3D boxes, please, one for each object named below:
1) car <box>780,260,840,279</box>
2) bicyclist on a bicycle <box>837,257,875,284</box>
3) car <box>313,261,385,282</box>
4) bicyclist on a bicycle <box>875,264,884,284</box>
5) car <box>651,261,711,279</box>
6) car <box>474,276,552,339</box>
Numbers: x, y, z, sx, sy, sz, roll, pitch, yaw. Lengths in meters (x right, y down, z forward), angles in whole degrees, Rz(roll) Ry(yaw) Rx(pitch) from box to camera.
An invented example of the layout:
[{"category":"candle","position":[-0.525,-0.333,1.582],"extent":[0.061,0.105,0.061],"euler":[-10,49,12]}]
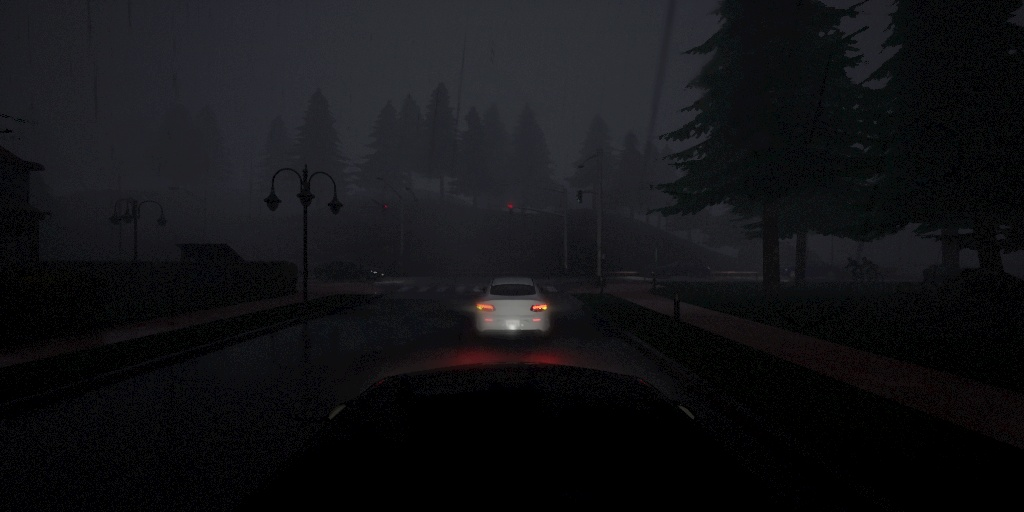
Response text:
[{"category":"car","position":[24.376,1.065,29.928],"extent":[5.008,1.535,1.882],"euler":[0,0,0]},{"category":"bicyclist on a bicycle","position":[21.127,0.891,22.240],"extent":[0.582,1.620,1.656],"euler":[0,0,-16]},{"category":"car","position":[-11.701,1.092,25.858],"extent":[4.892,1.490,1.837],"euler":[0,0,3]},{"category":"bicyclist on a bicycle","position":[21.774,0.892,21.981],"extent":[0.582,1.620,1.656],"euler":[0,0,-14]},{"category":"car","position":[14.055,1.113,29.889],"extent":[4.674,1.442,1.812],"euler":[0,0,-1]},{"category":"car","position":[0.020,1.276,9.955],"extent":[1.812,1.442,4.674],"euler":[0,0,0]}]
